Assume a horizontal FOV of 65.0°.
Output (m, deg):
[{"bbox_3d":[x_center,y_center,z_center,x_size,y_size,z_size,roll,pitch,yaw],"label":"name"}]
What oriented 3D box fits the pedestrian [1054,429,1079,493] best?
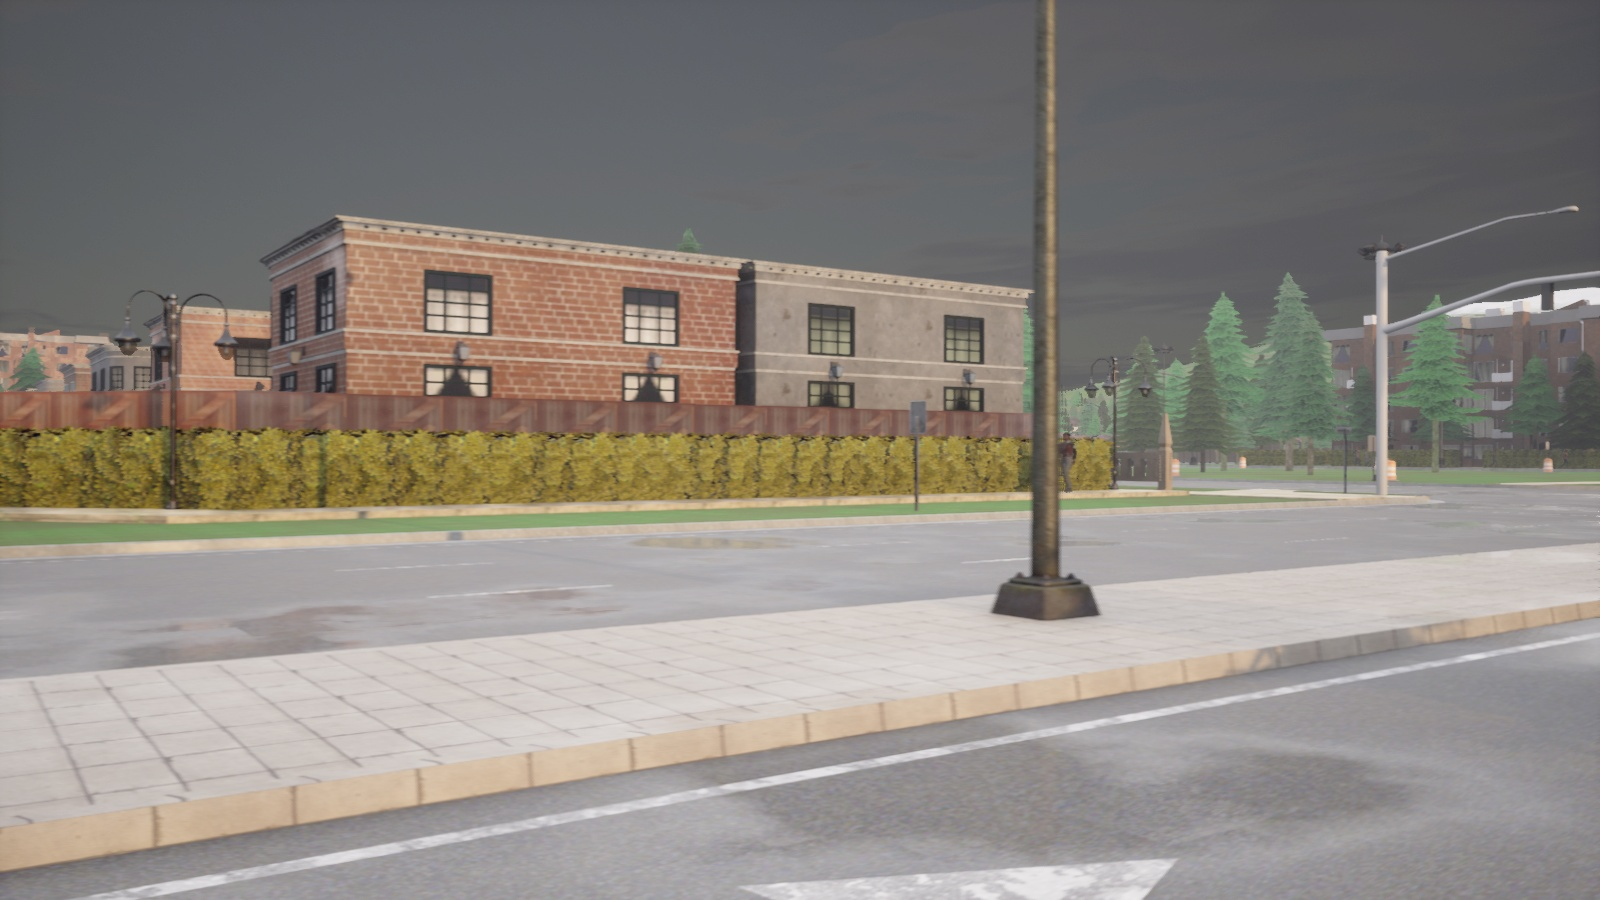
[{"bbox_3d":[8.136,0.326,38.358,0.666,1.930,0.402,0,0,-35],"label":"pedestrian"}]
